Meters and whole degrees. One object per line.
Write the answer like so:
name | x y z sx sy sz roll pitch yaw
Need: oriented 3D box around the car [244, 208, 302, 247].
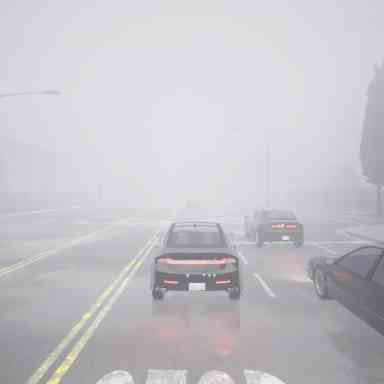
car | 3.574 1.505 15.116 1.837 1.490 4.892 0 0 0

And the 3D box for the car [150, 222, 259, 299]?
car | 0.086 1.492 8.417 2.128 1.511 4.902 0 0 0

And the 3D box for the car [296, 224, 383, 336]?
car | 3.591 1.547 5.370 2.033 1.411 5.357 0 0 0

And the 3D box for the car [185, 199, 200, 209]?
car | 0.023 1.601 44.138 1.895 1.301 4.718 0 0 0
